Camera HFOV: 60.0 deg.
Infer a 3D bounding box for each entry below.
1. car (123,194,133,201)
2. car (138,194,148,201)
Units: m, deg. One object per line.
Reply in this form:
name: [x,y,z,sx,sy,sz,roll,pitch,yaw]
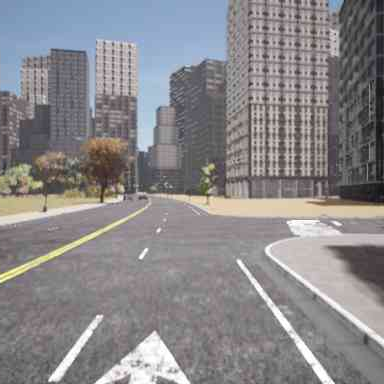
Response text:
car: [-13.793,1.140,71.654,2.128,1.511,4.902,0,0,-6]
car: [-10.562,1.166,72.013,1.994,1.385,4.181,0,0,-6]
